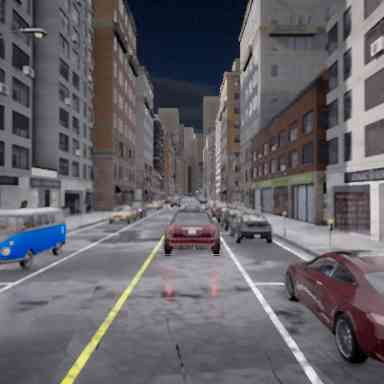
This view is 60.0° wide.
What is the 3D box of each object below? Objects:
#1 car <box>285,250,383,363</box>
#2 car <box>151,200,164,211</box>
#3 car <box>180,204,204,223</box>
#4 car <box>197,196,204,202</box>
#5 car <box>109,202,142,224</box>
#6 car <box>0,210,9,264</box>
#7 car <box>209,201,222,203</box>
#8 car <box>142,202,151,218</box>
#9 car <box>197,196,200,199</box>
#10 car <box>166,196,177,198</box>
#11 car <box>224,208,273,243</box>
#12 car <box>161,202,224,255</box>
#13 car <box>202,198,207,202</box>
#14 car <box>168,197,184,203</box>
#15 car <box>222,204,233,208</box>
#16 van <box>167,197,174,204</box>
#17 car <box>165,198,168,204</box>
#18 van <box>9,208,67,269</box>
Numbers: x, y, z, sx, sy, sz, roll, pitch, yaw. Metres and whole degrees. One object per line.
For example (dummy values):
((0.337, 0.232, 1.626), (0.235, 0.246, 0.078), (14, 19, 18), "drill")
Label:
((2.858, 1.638, 5.663), (1.802, 1.307, 4.206), (0, -1, 0), "car")
((-5.652, 1.996, 49.702), (1.752, 1.417, 4.829), (0, -1, 0), "car")
((0.014, 1.841, 29.305), (1.994, 1.385, 4.181), (0, -1, 0), "car")
((2.884, 2.336, 82.166), (1.887, 1.381, 4.507), (0, -1, 0), "car")
((-5.660, 1.786, 27.600), (1.752, 1.417, 4.829), (0, -1, 0), "car")
((-5.667, 1.370, 5.669), (2.192, 1.841, 5.009), (0, -1, 0), "car")
((2.868, 1.755, 33.293), (1.967, 1.590, 4.097), (0, -1, 0), "car")
((-5.658, 1.754, 33.296), (1.967, 1.590, 4.097), (0, -1, 0), "car")
((2.886, 2.413, 87.667), (1.947, 1.339, 4.313), (0, -1, 0), "car")
((-5.642, 2.106, 82.172), (2.192, 1.841, 5.009), (0, -1, 0), "car")
((2.862, 1.711, 16.715), (2.008, 1.369, 4.403), (0, -1, 0), "car")
((0.007, 1.486, 14.078), (2.097, 1.767, 4.553), (0, -1, 0), "car")
((2.873, 1.999, 50.038), (1.752, 1.417, 4.829), (0, -1, 0), "car")
((-2.980, 2.125, 60.827), (2.033, 1.411, 5.357), (0, -1, 0), "car")
((2.864, 1.762, 22.240), (2.008, 1.369, 4.403), (0, -1, 0), "car")
((-5.640, 2.188, 87.672), (1.690, 1.788, 3.998), (0, -1, 0), "van")
((-5.650, 2.076, 55.396), (2.008, 1.369, 4.403), (0, -1, 0), "car")
((-5.663, 1.449, 11.193), (1.690, 1.788, 3.998), (0, -1, 0), "van")
